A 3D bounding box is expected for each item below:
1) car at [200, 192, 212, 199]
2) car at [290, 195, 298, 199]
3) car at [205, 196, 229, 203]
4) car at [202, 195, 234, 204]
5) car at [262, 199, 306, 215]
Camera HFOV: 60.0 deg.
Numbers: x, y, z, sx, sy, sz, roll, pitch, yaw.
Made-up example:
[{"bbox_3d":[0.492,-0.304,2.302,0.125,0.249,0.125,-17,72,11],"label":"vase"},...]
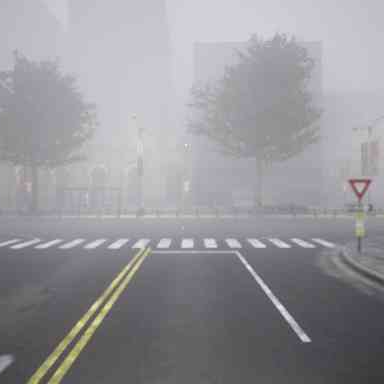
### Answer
[{"bbox_3d":[4.432,1.070,85.929,5.566,2.045,2.435,0,0,0],"label":"car"},{"bbox_3d":[16.829,1.313,59.844,4.674,1.452,2.002,0,0,0],"label":"car"},{"bbox_3d":[5.111,1.491,67.424,4.718,1.301,1.895,0,0,0],"label":"car"},{"bbox_3d":[4.597,1.436,55.827,4.786,1.482,2.161,0,0,0],"label":"car"},{"bbox_3d":[8.730,1.598,33.069,4.718,1.301,1.895,0,0,1],"label":"car"}]
